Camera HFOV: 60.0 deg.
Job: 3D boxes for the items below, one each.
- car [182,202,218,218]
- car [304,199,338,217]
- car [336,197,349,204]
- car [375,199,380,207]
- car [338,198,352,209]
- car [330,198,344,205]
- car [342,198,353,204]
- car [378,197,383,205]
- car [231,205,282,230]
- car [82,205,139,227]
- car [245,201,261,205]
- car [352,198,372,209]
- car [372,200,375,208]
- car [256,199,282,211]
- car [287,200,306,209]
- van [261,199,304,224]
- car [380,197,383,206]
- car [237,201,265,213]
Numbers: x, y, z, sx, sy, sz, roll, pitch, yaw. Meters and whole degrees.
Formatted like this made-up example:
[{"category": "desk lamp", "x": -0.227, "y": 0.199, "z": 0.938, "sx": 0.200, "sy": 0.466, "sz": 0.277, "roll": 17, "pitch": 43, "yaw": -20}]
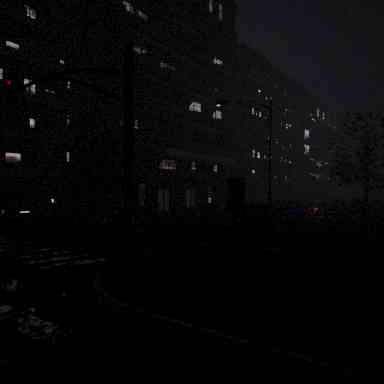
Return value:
[{"category": "car", "x": 0.872, "y": 1.712, "z": 32.616, "sx": 1.887, "sy": 1.381, "sz": 4.507, "roll": 1, "pitch": 0, "yaw": 36}, {"category": "car", "x": 14.180, "y": 1.837, "z": 36.544, "sx": 1.967, "sy": 1.590, "sz": 4.097, "roll": 1, "pitch": 0, "yaw": 36}, {"category": "car", "x": 36.996, "y": 2.094, "z": 81.605, "sx": 1.967, "sy": 1.590, "sz": 4.097, "roll": 1, "pitch": 0, "yaw": 36}, {"category": "car", "x": 33.883, "y": 2.104, "z": 63.264, "sx": 1.967, "sy": 1.590, "sz": 4.097, "roll": 1, "pitch": 0, "yaw": 36}, {"category": "car", "x": 24.019, "y": 2.064, "z": 54.264, "sx": 2.033, "sy": 1.411, "sz": 5.357, "roll": 1, "pitch": 0, "yaw": 37}, {"category": "car", "x": 33.711, "y": 2.177, "z": 77.151, "sx": 1.947, "sy": 1.339, "sz": 4.313, "roll": 1, "pitch": 0, "yaw": 36}, {"category": "car", "x": 40.178, "y": 2.220, "z": 85.921, "sx": 1.752, "sy": 1.417, "sz": 4.829, "roll": 1, "pitch": 0, "yaw": 36}, {"category": "car", "x": 47.021, "y": 2.151, "z": 81.078, "sx": 2.192, "sy": 1.841, "sz": 5.009, "roll": 1, "pitch": 0, "yaw": 36}, {"category": "car", "x": 4.326, "y": 1.827, "z": 23.183, "sx": 1.947, "sy": 1.339, "sz": 4.313, "roll": 1, "pitch": 0, "yaw": 36}, {"category": "car", "x": -5.697, "y": 1.626, "z": 23.710, "sx": 2.008, "sy": 1.369, "sz": 4.403, "roll": 1, "pitch": 0, "yaw": 36}, {"category": "car", "x": 6.117, "y": 1.749, "z": 29.968, "sx": 1.882, "sy": 1.535, "sz": 5.008, "roll": 1, "pitch": 0, "yaw": 36}, {"category": "car", "x": 27.317, "y": 1.891, "z": 54.358, "sx": 2.192, "sy": 1.841, "sz": 5.009, "roll": 1, "pitch": 0, "yaw": 36}, {"category": "car", "x": 30.598, "y": 2.202, "z": 58.810, "sx": 1.802, "sy": 1.307, "sz": 4.206, "roll": 1, "pitch": 0, "yaw": 36}, {"category": "car", "x": 10.724, "y": 1.743, "z": 45.977, "sx": 1.967, "sy": 1.590, "sz": 4.097, "roll": 1, "pitch": 0, "yaw": 36}, {"category": "car", "x": 17.291, "y": 1.974, "z": 54.884, "sx": 1.802, "sy": 1.307, "sz": 4.206, "roll": 1, "pitch": 0, "yaw": 36}, {"category": "van", "x": 7.613, "y": 1.647, "z": 27.637, "sx": 1.690, "sy": 1.788, "sz": 3.998, "roll": 1, "pitch": 0, "yaw": 36}, {"category": "car", "x": 37.166, "y": 2.252, "z": 67.717, "sx": 1.887, "sy": 1.381, "sz": 4.507, "roll": 1, "pitch": 0, "yaw": 36}, {"category": "car", "x": 7.439, "y": 1.840, "z": 41.523, "sx": 1.802, "sy": 1.307, "sz": 4.206, "roll": 1, "pitch": 0, "yaw": 36}]
